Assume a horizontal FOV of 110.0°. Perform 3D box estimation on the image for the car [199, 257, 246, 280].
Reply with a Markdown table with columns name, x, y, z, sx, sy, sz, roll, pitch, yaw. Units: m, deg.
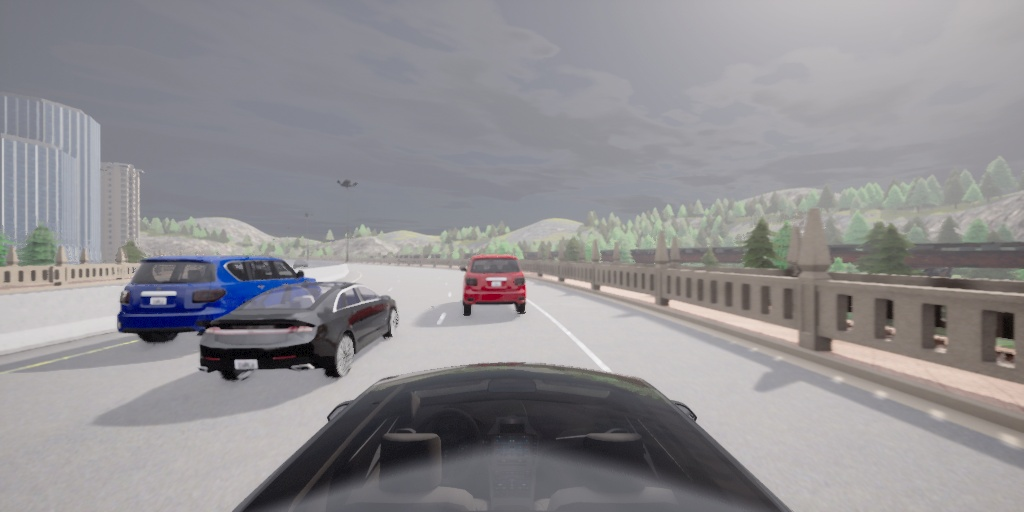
| name | x | y | z | sx | sy | sz | roll | pitch | yaw |
| --- | --- | --- | --- | --- | --- | --- | --- | --- | --- |
| car | -28.228 | 1.110 | 35.166 | 2.150 | 2.045 | 5.566 | 0 | 0 | -23 |

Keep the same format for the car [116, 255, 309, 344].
| name | x | y | z | sx | sy | sz | roll | pitch | yaw |
| --- | --- | --- | --- | --- | --- | --- | --- | --- | --- |
| car | -7.407 | 1.007 | 9.942 | 2.150 | 2.045 | 5.566 | 0 | 0 | -5 |

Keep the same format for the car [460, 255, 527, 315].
| name | x | y | z | sx | sy | sz | roll | pitch | yaw |
| --- | --- | --- | --- | --- | --- | --- | --- | --- | --- |
| car | -0.811 | 0.979 | 13.955 | 2.150 | 2.045 | 5.566 | 0 | 0 | -7 |

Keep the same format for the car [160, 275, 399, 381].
| name | x | y | z | sx | sy | sz | roll | pitch | yaw |
| --- | --- | --- | --- | --- | --- | --- | --- | --- | --- |
| car | -3.733 | 1.260 | 7.292 | 2.128 | 1.511 | 4.902 | 0 | 0 | -3 |
